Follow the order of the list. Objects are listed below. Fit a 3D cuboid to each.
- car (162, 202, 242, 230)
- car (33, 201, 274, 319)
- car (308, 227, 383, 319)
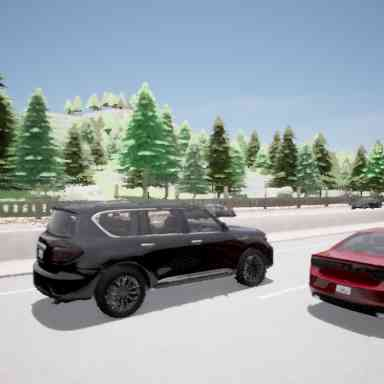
[{"bbox_3d":[0.699,1.489,21.689,4.902,1.511,2.128,0,0,-36],"label":"car"},{"bbox_3d":[-0.578,1.221,7.634,5.566,2.045,2.150,0,0,-36],"label":"car"},{"bbox_3d":[4.540,1.476,6.987,5.008,1.535,1.882,0,0,-36],"label":"car"}]
